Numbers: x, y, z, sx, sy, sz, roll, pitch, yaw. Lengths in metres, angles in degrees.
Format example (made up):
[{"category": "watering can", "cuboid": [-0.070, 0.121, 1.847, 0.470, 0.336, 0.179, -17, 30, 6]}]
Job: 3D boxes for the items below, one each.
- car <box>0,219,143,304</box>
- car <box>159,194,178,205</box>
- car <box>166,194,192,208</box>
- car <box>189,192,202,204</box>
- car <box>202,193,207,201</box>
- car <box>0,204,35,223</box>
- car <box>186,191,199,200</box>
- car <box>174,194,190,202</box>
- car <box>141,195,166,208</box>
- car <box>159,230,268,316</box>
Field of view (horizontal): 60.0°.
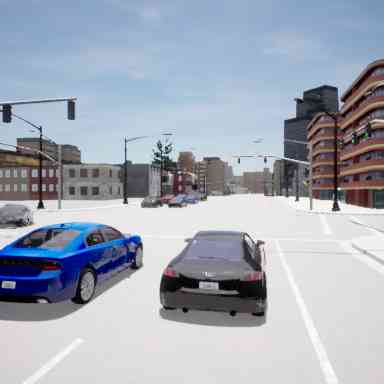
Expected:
[{"category": "car", "cuboid": [-2.747, 1.478, 8.276, 1.882, 1.535, 5.008, 0, 0, 11]}, {"category": "car", "cuboid": [-3.795, 1.226, 55.468, 1.882, 1.535, 5.008, 0, 1, 11]}, {"category": "car", "cuboid": [-1.921, 1.409, 46.879, 2.033, 1.411, 5.357, 0, 1, 11]}, {"category": "car", "cuboid": [-0.087, 1.249, 56.284, 1.812, 1.442, 4.674, 0, 1, 11]}, {"category": "car", "cuboid": [1.872, 1.052, 66.107, 1.837, 1.490, 4.892, 0, 1, 12]}, {"category": "car", "cuboid": [-11.734, 1.525, 22.026, 1.812, 1.442, 4.674, 1, 0, -14]}, {"category": "car", "cuboid": [0.054, 0.752, 74.923, 2.097, 1.767, 4.553, 0, 1, 11]}, {"category": "car", "cuboid": [-1.889, 1.125, 65.119, 2.033, 1.411, 5.357, 0, 1, 11]}, {"category": "car", "cuboid": [-5.557, 1.230, 46.502, 2.097, 1.767, 4.553, 0, 1, 11]}, {"category": "car", "cuboid": [0.690, 1.564, 7.630, 1.994, 1.385, 4.181, 0, 0, 12]}]
